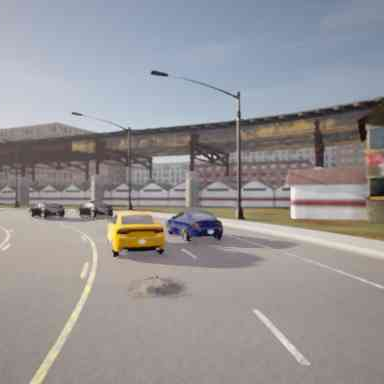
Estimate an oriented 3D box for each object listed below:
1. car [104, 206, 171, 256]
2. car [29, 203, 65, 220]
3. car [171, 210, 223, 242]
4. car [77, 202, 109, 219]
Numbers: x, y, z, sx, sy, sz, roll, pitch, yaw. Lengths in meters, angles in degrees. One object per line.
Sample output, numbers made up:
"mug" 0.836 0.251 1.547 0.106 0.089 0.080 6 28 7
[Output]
"car" -2.453 1.570 13.803 1.882 1.535 5.008 0 0 -17
"car" -13.743 1.738 31.375 4.902 1.511 2.128 -1 -1 44
"car" 0.043 1.626 17.093 1.812 1.442 4.674 0 0 -20
"car" -9.384 1.721 31.923 2.128 1.511 4.902 0 -1 -43
